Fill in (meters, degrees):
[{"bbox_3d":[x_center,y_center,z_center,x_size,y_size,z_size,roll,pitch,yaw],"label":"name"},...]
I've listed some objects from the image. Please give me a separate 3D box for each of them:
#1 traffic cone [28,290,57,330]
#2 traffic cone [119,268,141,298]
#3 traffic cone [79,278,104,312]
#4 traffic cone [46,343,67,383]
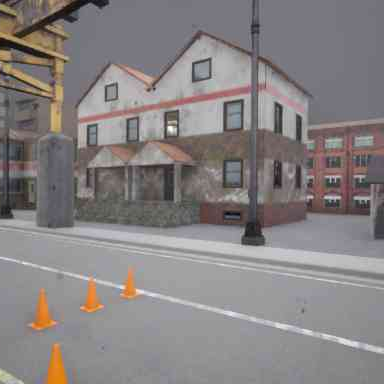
[{"bbox_3d":[-2.516,1.949,5.606,0.340,0.580,0.340,0,0,36],"label":"traffic cone"},{"bbox_3d":[-1.346,1.949,7.228,0.340,0.580,0.340,0,0,36],"label":"traffic cone"},{"bbox_3d":[-1.931,1.949,6.417,0.340,0.580,0.340,0,0,36],"label":"traffic cone"},{"bbox_3d":[-1.479,1.952,3.625,0.340,0.580,0.340,0,0,36],"label":"traffic cone"}]
